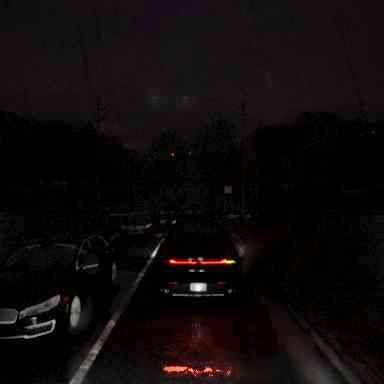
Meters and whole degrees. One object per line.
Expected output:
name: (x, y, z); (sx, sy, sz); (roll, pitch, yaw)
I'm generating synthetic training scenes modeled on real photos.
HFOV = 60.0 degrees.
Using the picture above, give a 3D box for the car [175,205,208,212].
car: (0.147, 1.594, 18.652); (1.895, 1.301, 4.718); (0, 0, 1)

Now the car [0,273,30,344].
car: (-2.658, 1.549, 1.119); (2.008, 1.369, 4.403); (-2, 0, 0)

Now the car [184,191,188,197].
car: (-2.595, 1.279, 71.939); (2.192, 1.841, 5.009); (-1, 0, 0)

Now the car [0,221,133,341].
car: (-2.653, 1.545, 6.568); (2.008, 1.369, 4.403); (-2, 0, 0)

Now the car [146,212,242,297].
car: (0.111, 1.498, 8.520); (1.837, 1.490, 4.892); (0, 0, 0)

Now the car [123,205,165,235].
car: (-2.642, 1.575, 17.463); (1.802, 1.307, 4.206); (-2, 0, 0)

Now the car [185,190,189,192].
car: (-2.567, 1.094, 94.109); (2.192, 1.841, 5.009); (-1, 1, 0)

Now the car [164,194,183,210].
car: (-2.623, 1.465, 44.240); (1.967, 1.590, 4.097); (-2, 0, 0)

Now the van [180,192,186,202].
van: (-2.600, 1.333, 66.396); (1.690, 1.788, 3.998); (-1, 0, 0)

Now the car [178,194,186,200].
car: (-2.570, 1.394, 88.560); (2.008, 1.369, 4.403); (-1, 0, 0)
